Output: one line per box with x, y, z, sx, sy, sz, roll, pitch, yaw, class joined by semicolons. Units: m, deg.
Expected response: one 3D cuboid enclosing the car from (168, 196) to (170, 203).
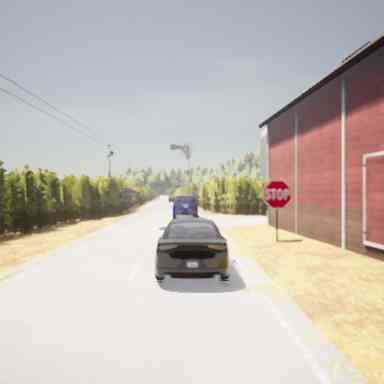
-4.029;1.663;72.095;1.882;1.535;5.008;0;0;-5;car

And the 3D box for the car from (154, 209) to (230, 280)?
-0.013;1.505;10.021;1.882;1.535;5.008;0;0;0;car

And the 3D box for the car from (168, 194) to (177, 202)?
-4.884;1.492;82.450;2.097;1.767;4.553;0;0;-5;car

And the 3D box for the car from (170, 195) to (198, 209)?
-0.651;1.301;29.456;2.150;2.045;5.566;0;0;-3;car
